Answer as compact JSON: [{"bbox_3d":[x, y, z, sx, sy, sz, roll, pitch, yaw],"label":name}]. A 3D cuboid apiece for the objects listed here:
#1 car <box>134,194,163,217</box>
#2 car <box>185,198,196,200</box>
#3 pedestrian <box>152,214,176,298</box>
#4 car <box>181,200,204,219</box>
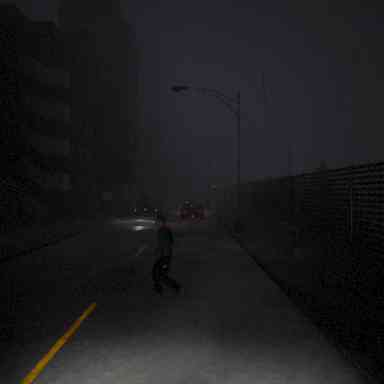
[{"bbox_3d":[-4.103,1.221,32.147,2.150,2.045,5.566,0,0,0],"label":"car"},{"bbox_3d":[-0.194,1.490,43.011,2.128,1.511,4.902,0,0,-3],"label":"car"},{"bbox_3d":[-0.577,1.294,6.986,0.375,1.860,0.375,0,0,0],"label":"pedestrian"},{"bbox_3d":[0.064,1.600,28.417,1.895,1.301,4.718,0,0,0],"label":"car"}]
